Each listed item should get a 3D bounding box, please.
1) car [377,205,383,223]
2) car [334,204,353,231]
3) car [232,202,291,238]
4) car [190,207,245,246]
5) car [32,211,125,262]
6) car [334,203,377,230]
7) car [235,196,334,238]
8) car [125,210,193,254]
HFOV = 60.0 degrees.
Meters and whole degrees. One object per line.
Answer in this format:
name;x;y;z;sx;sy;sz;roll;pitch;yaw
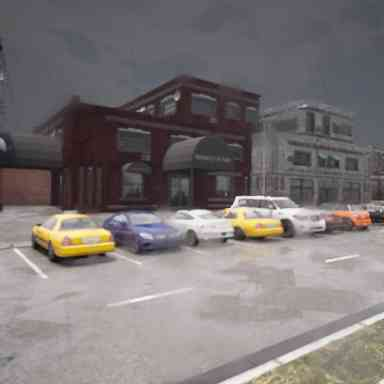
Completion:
car;13.638;1.685;25.005;2.231;1.521;4.892;1;-1;-35
car;6.748;1.594;20.100;2.002;1.452;4.674;1;-1;-35
car;2.113;1.495;17.037;1.946;1.575;5.366;1;0;-35
car;-0.039;1.519;15.277;2.002;1.452;4.674;0;0;-35
car;-4.573;1.464;12.286;1.946;1.575;5.366;0;0;-35
car;9.031;1.467;21.686;2.185;1.767;4.553;1;-1;-35
car;4.504;1.271;18.473;2.435;2.045;5.566;1;0;-35
car;-2.209;1.509;13.741;2.002;1.452;4.674;0;0;-35
